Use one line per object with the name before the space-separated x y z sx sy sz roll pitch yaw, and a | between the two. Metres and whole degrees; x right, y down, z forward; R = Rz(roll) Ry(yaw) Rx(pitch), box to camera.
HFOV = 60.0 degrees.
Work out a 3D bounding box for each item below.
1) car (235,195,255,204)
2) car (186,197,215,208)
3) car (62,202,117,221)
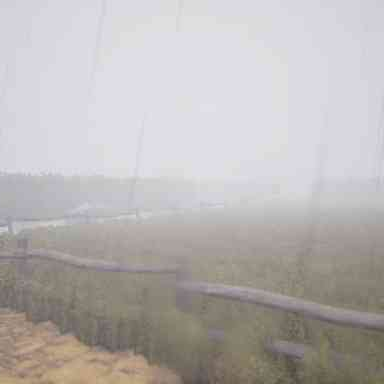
car | 7.249 1.174 45.362 2.128 1.511 4.902 -1 1 22
car | 1.038 1.318 40.125 1.994 1.385 4.181 -1 1 33
car | -8.042 1.578 26.456 1.812 1.442 4.674 -1 0 33
